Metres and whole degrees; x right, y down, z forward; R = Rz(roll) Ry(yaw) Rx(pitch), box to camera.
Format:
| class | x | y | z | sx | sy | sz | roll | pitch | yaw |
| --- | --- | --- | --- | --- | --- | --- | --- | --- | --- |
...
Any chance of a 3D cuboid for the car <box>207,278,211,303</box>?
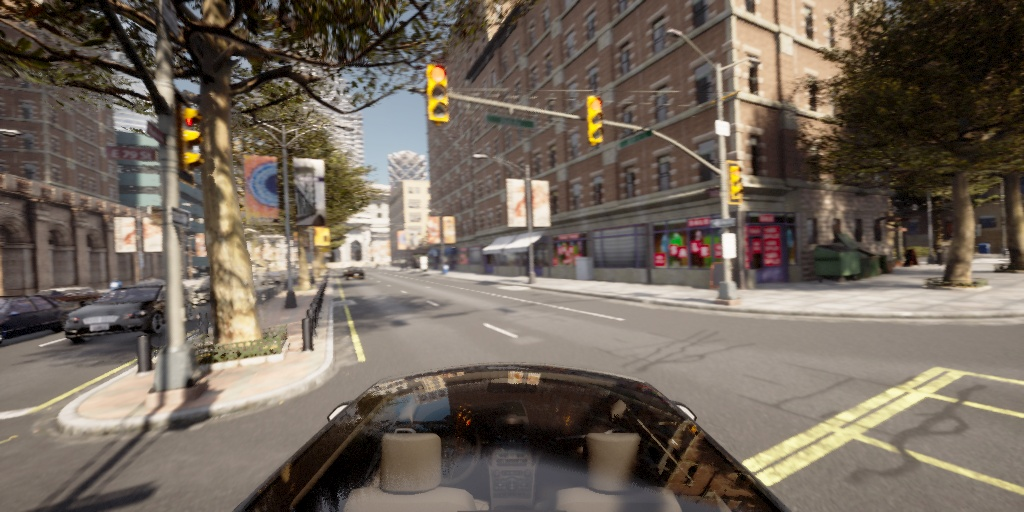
| class | x | y | z | sx | sy | sz | roll | pitch | yaw |
| --- | --- | --- | --- | --- | --- | --- | --- | --- | --- |
| car | -16.904 | 1.955 | 20.837 | 1.837 | 1.490 | 4.892 | -2 | 1 | -26 |

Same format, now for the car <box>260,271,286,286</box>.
| class | x | y | z | sx | sy | sz | roll | pitch | yaw |
| --- | --- | --- | --- | --- | --- | --- | --- | --- | --- |
| car | -25.959 | 2.371 | 39.150 | 2.033 | 1.411 | 5.357 | -2 | 0 | -26 |

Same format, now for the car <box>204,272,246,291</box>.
| class | x | y | z | sx | sy | sz | roll | pitch | yaw |
| --- | --- | --- | --- | --- | --- | --- | --- | --- | --- |
| car | -27.774 | 2.397 | 34.885 | 2.128 | 1.511 | 4.902 | -2 | 0 | -26 |

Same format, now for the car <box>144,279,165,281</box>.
| class | x | y | z | sx | sy | sz | roll | pitch | yaw |
| --- | --- | --- | --- | --- | --- | --- | --- | --- | --- |
| car | -20.976 | 2.131 | 21.168 | 1.837 | 1.490 | 4.892 | -2 | 0 | -26 |

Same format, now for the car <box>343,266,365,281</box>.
| class | x | y | z | sx | sy | sz | roll | pitch | yaw |
| --- | --- | --- | --- | --- | --- | --- | --- | --- | --- |
| car | -18.169 | 1.969 | 41.507 | 1.882 | 1.535 | 5.008 | -2 | 0 | -27 |

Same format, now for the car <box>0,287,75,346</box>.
| class | x | y | z | sx | sy | sz | roll | pitch | yaw |
| --- | --- | --- | --- | --- | --- | --- | --- | --- | --- |
| car | -15.941 | 1.966 | 11.066 | 2.033 | 1.411 | 5.357 | -2 | 0 | -27 |

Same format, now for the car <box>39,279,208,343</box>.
| class | x | y | z | sx | sy | sz | roll | pitch | yaw |
| --- | --- | --- | --- | --- | --- | --- | --- | --- | --- |
| car | -12.591 | 1.768 | 12.181 | 2.128 | 1.511 | 4.902 | -2 | 0 | -27 |
